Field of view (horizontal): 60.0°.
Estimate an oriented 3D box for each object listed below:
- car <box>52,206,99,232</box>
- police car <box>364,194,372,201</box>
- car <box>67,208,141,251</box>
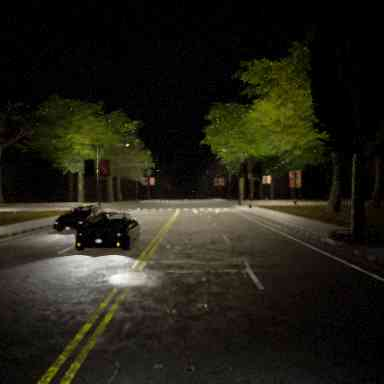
[{"bbox_3d":[-6.602,1.549,20.318,2.033,1.411,5.357,0,0,0],"label":"car"},{"bbox_3d":[42.106,1.377,80.572,5.238,1.638,1.930,0,0,-23],"label":"police car"},{"bbox_3d":[-3.351,1.562,13.905,1.994,1.385,4.181,0,0,0],"label":"car"}]
